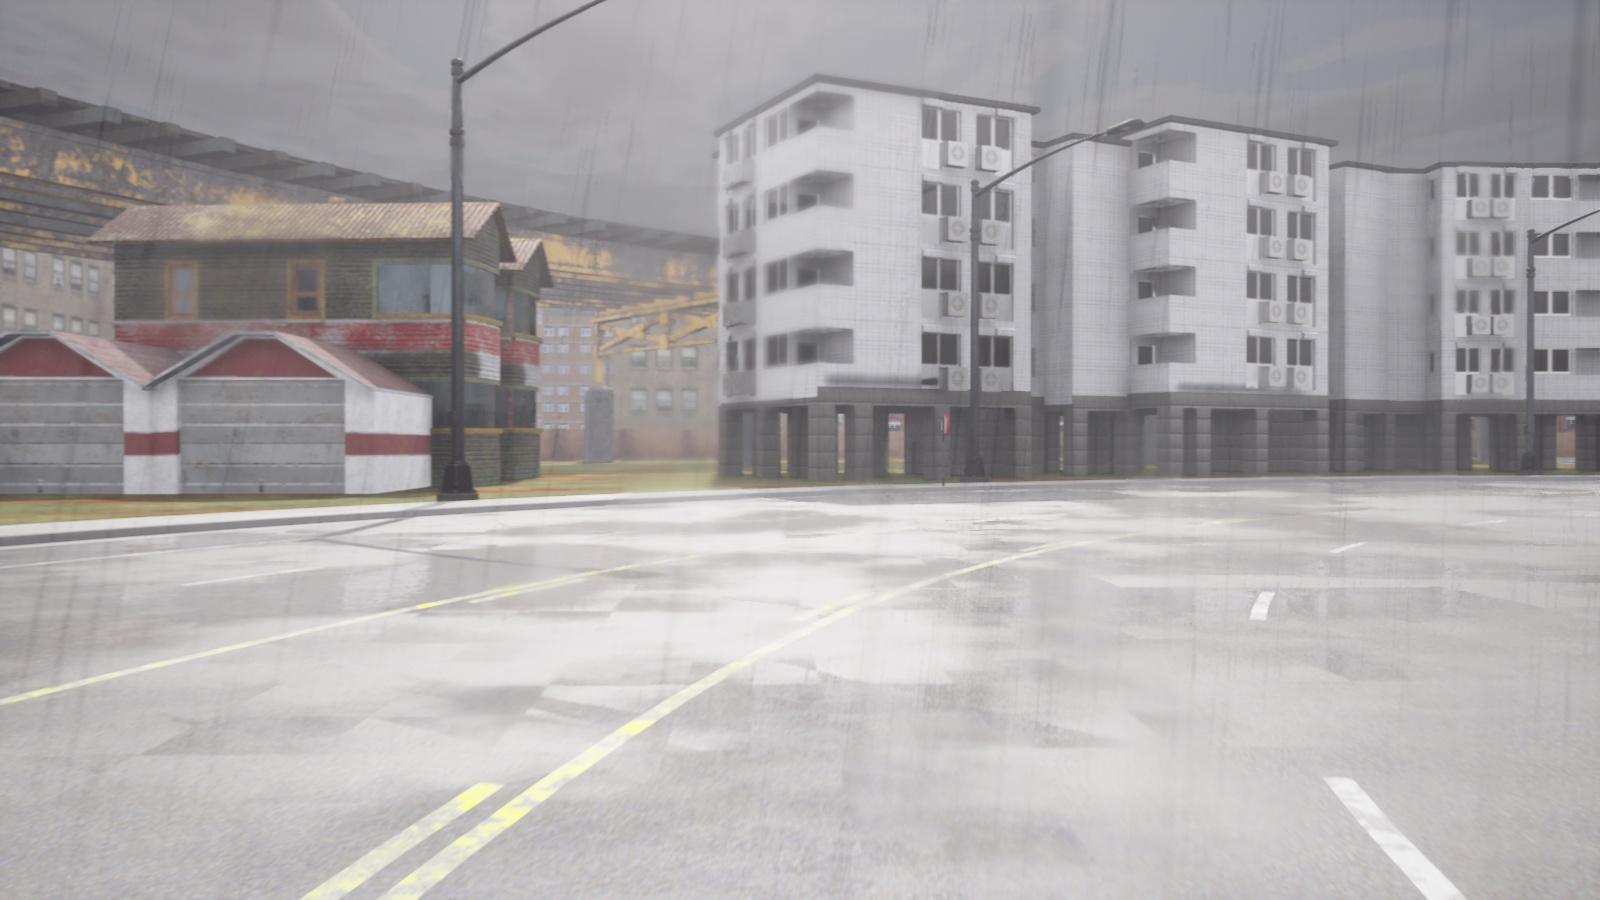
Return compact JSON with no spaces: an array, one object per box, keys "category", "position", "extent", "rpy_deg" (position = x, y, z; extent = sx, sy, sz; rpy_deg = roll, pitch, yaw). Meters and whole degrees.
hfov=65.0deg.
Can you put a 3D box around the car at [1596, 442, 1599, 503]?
[{"category":"car","position":[22.678,0.566,31.648],"extent":[4.902,1.511,2.128],"rpy_deg":[0,0,-26]}]
